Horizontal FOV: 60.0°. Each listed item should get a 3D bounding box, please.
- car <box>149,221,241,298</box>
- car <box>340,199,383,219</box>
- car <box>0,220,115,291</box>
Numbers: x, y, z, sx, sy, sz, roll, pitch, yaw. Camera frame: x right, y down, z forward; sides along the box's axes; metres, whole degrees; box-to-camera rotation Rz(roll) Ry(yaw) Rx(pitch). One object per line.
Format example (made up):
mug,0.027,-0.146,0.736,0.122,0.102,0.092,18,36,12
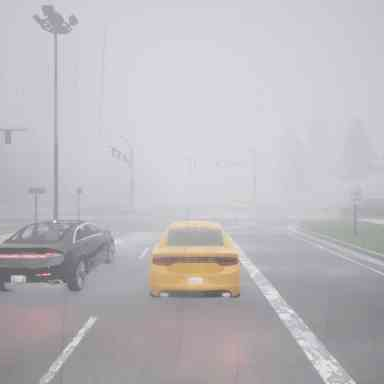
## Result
car,0.072,1.478,8.578,1.882,1.535,5.008,0,0,0
car,15.249,1.352,28.587,4.553,1.767,2.097,0,0,0
car,-3.420,1.492,8.962,2.128,1.511,4.902,0,0,0
